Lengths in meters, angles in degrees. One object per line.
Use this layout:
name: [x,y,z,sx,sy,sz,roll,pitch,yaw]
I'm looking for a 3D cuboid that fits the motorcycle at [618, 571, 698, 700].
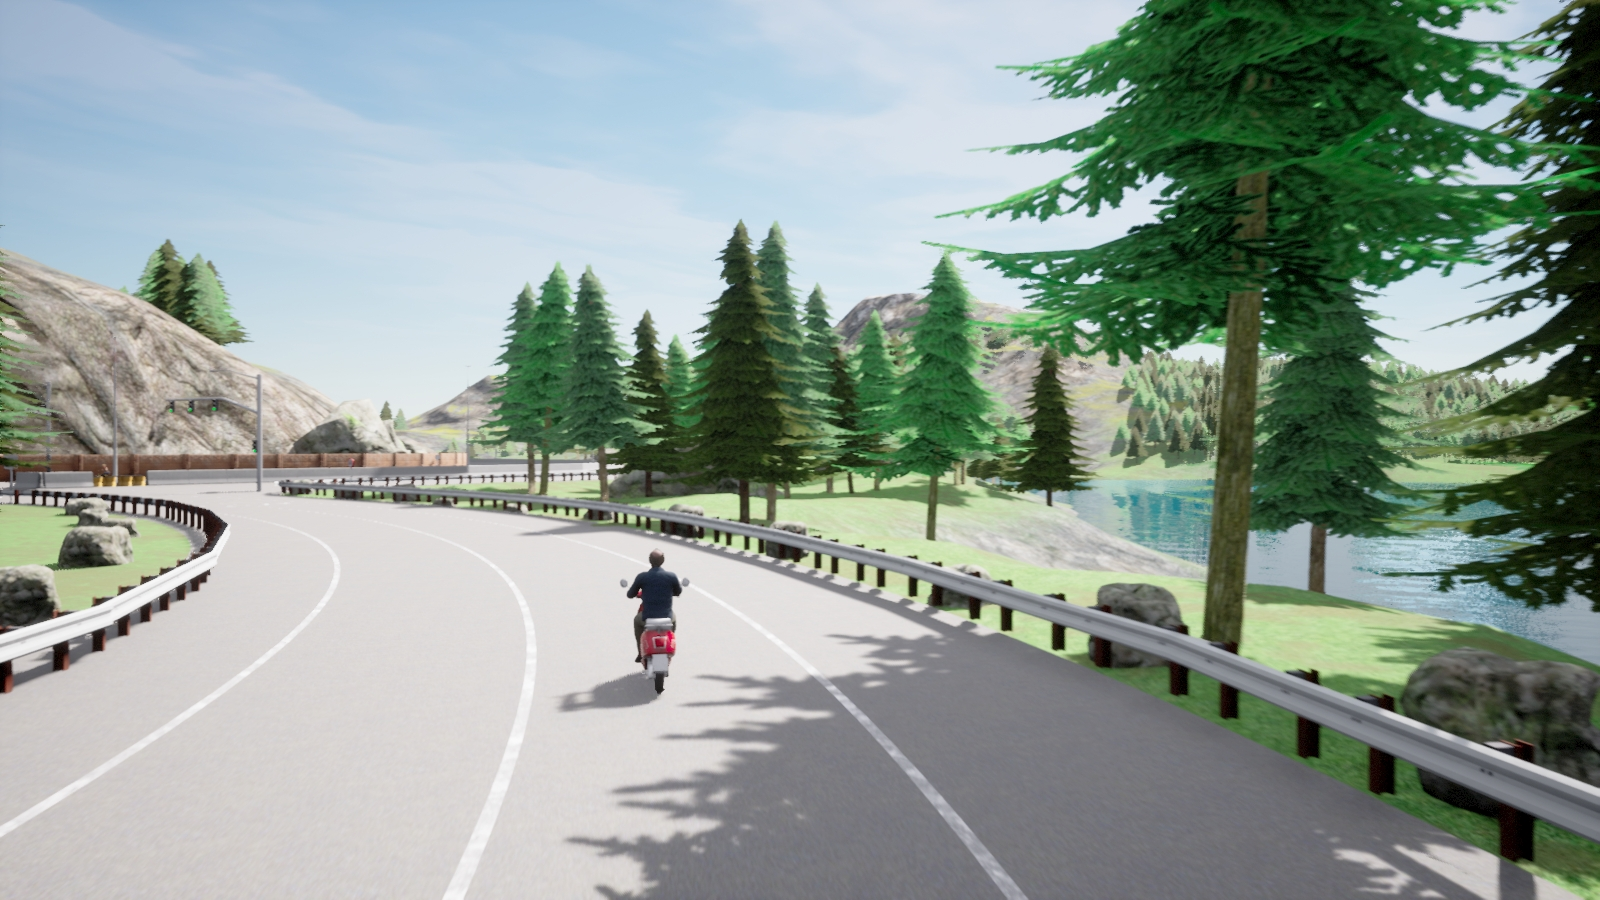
motorcycle: [-1.740,2.183,13.773,0.856,1.236,1.805,0,0,-10]
